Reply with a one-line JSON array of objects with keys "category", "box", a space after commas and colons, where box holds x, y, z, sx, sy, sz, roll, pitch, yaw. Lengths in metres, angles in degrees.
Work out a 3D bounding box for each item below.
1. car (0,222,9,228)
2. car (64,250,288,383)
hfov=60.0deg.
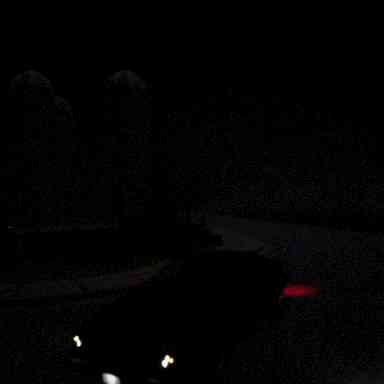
[{"category": "car", "box": [-23.680, 4.333, 39.678, 2.242, 1.667, 4.611, -2, -3, -6]}, {"category": "car", "box": [0.357, 1.856, 6.197, 2.033, 1.411, 5.357, -4, -3, 29]}]
